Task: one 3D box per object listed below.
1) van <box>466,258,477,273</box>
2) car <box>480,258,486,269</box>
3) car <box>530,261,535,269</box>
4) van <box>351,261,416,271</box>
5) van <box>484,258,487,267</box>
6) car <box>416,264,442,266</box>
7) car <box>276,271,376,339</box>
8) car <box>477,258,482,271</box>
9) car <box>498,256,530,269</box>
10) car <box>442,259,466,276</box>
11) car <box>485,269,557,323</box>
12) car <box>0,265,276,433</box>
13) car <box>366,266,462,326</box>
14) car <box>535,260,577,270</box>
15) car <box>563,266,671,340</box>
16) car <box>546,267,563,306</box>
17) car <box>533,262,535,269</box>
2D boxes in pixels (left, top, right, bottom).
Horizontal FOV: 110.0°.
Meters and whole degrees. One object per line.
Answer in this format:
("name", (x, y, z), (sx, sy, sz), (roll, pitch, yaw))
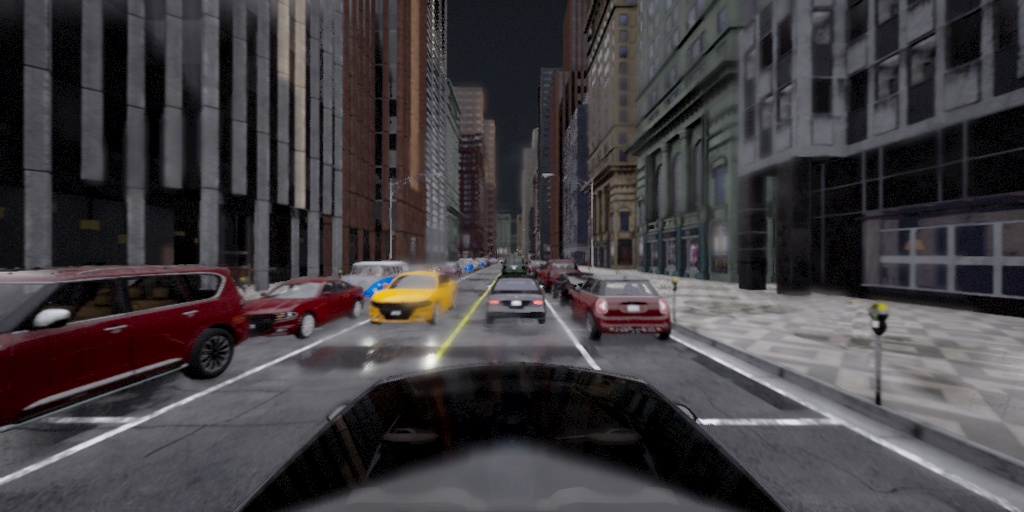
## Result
("van", (-5.656, 1.208, 43.948), (1.690, 1.789, 3.998), (0, 0, 0))
("car", (-5.626, 1.455, 55.221), (2.007, 1.370, 4.403), (0, 0, 0))
("car", (2.838, 1.416, 32.660), (1.948, 1.339, 4.313), (0, 0, 0))
("van", (-5.732, 1.122, 15.765), (1.690, 1.789, 3.998), (0, 0, 0))
("van", (-5.610, 1.265, 60.857), (1.690, 1.789, 3.998), (0, 0, 0))
("car", (-5.717, 1.238, 21.402), (1.967, 1.591, 4.097), (0, 0, 0))
("car", (-5.748, 1.309, 10.128), (1.888, 1.381, 4.507), (0, 0, 0))
("car", (-5.641, 1.411, 49.415), (1.751, 1.417, 4.829), (0, 0, 0))
("car", (0.175, 1.063, 31.580), (2.150, 2.045, 5.566), (0, 0, 0))
("car", (-5.687, 1.272, 32.675), (1.967, 1.591, 4.097), (0, 0, 0))
("car", (0.123, 1.329, 12.191), (2.033, 1.411, 5.357), (0, 0, 0))
("car", (-5.763, 1.061, 4.491), (2.192, 1.841, 5.009), (0, 0, 0))
("car", (-3.076, 1.253, 12.039), (1.882, 1.535, 5.008), (0, 0, 0))
("car", (2.808, 1.130, 21.388), (2.192, 1.841, 5.009), (0, 0, 0))
("car", (2.777, 1.221, 10.115), (1.967, 1.591, 4.097), (0, 0, 0))
("car", (2.793, 1.364, 15.751), (1.948, 1.339, 4.313), (0, 0, 0))
("car", (2.823, 1.378, 27.024), (1.888, 1.381, 4.507), (0, 0, 0))
